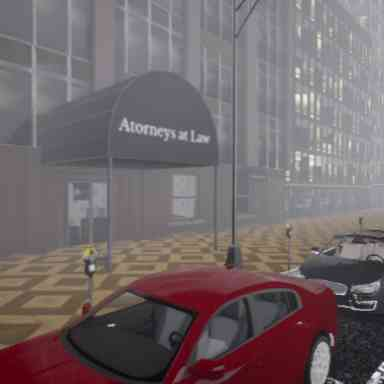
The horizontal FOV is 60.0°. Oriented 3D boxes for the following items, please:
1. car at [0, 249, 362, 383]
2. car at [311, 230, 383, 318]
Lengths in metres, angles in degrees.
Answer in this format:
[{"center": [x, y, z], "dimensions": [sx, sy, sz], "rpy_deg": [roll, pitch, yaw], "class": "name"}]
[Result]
[{"center": [-0.073, 1.533, 3.339], "dimensions": [1.887, 1.381, 4.507], "rpy_deg": [0, 0, 44], "class": "car"}, {"center": [3.879, 1.571, 7.424], "dimensions": [2.008, 1.369, 4.403], "rpy_deg": [0, 0, 44], "class": "car"}]
